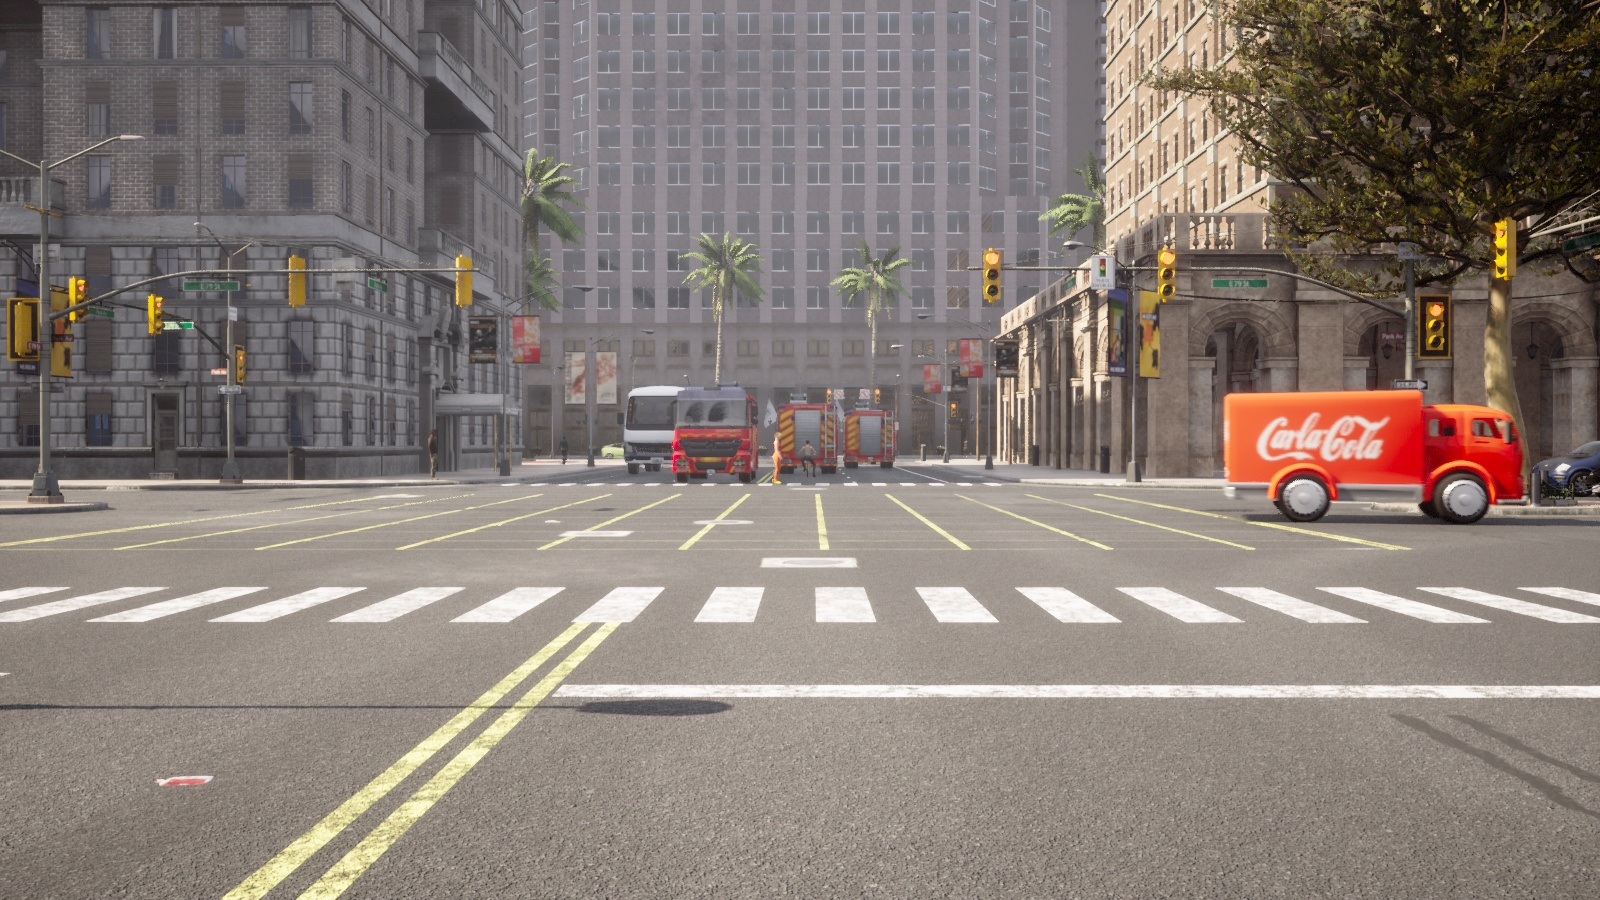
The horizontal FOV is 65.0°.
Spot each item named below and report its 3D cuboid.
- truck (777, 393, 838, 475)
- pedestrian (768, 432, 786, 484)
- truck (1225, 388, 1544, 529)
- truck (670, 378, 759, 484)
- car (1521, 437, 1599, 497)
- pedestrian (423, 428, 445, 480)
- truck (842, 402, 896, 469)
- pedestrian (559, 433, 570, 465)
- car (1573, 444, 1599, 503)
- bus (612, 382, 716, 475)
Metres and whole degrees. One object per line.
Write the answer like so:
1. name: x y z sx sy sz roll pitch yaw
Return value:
1. truck: 0.391 -0.775 63.232 2.891 3.827 8.468 0 0 0
2. pedestrian: -0.822 0.285 44.436 0.594 1.836 0.345 0 0 5
3. truck: 10.922 0.132 24.014 5.204 2.467 2.627 0 1 17
4. truck: -3.197 -0.698 49.243 2.891 3.827 8.468 0 0 0
5. car: 22.559 0.466 34.883 3.988 1.617 1.851 0 0 1
6. pedestrian: -13.169 0.137 45.204 0.703 1.840 0.431 0 0 -5
7. truck: 4.085 -0.844 76.003 2.891 3.827 8.468 0 0 1
8. pedestrian: -14.643 -0.049 78.042 0.423 1.949 0.788 0 0 9
9. car: 22.365 0.587 31.353 4.792 1.488 2.163 0 0 2
10. bus: -6.611 -0.991 62.958 3.944 4.253 10.273 0 0 1
